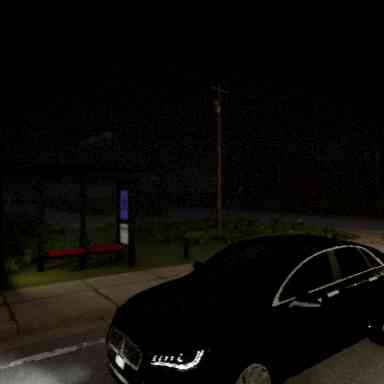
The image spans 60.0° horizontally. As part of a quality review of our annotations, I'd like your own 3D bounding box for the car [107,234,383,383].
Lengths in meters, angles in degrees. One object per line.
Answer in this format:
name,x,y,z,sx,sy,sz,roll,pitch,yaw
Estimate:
car,1.251,1.435,4.762,4.892,1.490,1.837,-1,0,-36
